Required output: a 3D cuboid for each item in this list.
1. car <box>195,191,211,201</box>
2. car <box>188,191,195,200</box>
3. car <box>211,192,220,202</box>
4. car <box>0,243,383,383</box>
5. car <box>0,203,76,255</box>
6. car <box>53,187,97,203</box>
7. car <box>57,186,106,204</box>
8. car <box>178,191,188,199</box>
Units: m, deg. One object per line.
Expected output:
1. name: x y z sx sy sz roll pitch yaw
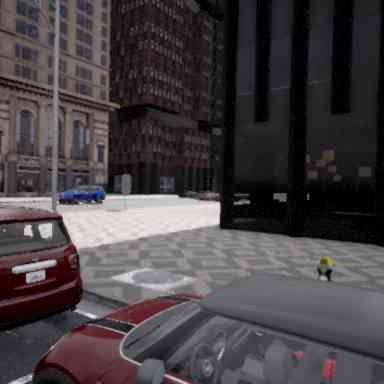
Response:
1. car: 2.841 0.706 51.800 1.994 1.385 4.181 2 1 37
2. car: 1.875 0.540 56.156 1.837 1.490 4.892 2 1 36
3. car: 5.253 0.745 49.579 1.837 1.490 4.892 2 1 36
4. car: 0.541 1.414 2.571 4.097 1.590 1.967 2 1 35
5. car: -4.024 1.144 5.810 5.009 1.841 2.192 2 1 35
6. car: -13.902 0.361 39.686 2.097 1.767 4.553 2 1 35
7. car: -12.125 0.332 36.577 2.150 2.045 5.566 2 1 35
8. car: -0.417 0.534 58.534 1.895 1.301 4.718 2 1 36
